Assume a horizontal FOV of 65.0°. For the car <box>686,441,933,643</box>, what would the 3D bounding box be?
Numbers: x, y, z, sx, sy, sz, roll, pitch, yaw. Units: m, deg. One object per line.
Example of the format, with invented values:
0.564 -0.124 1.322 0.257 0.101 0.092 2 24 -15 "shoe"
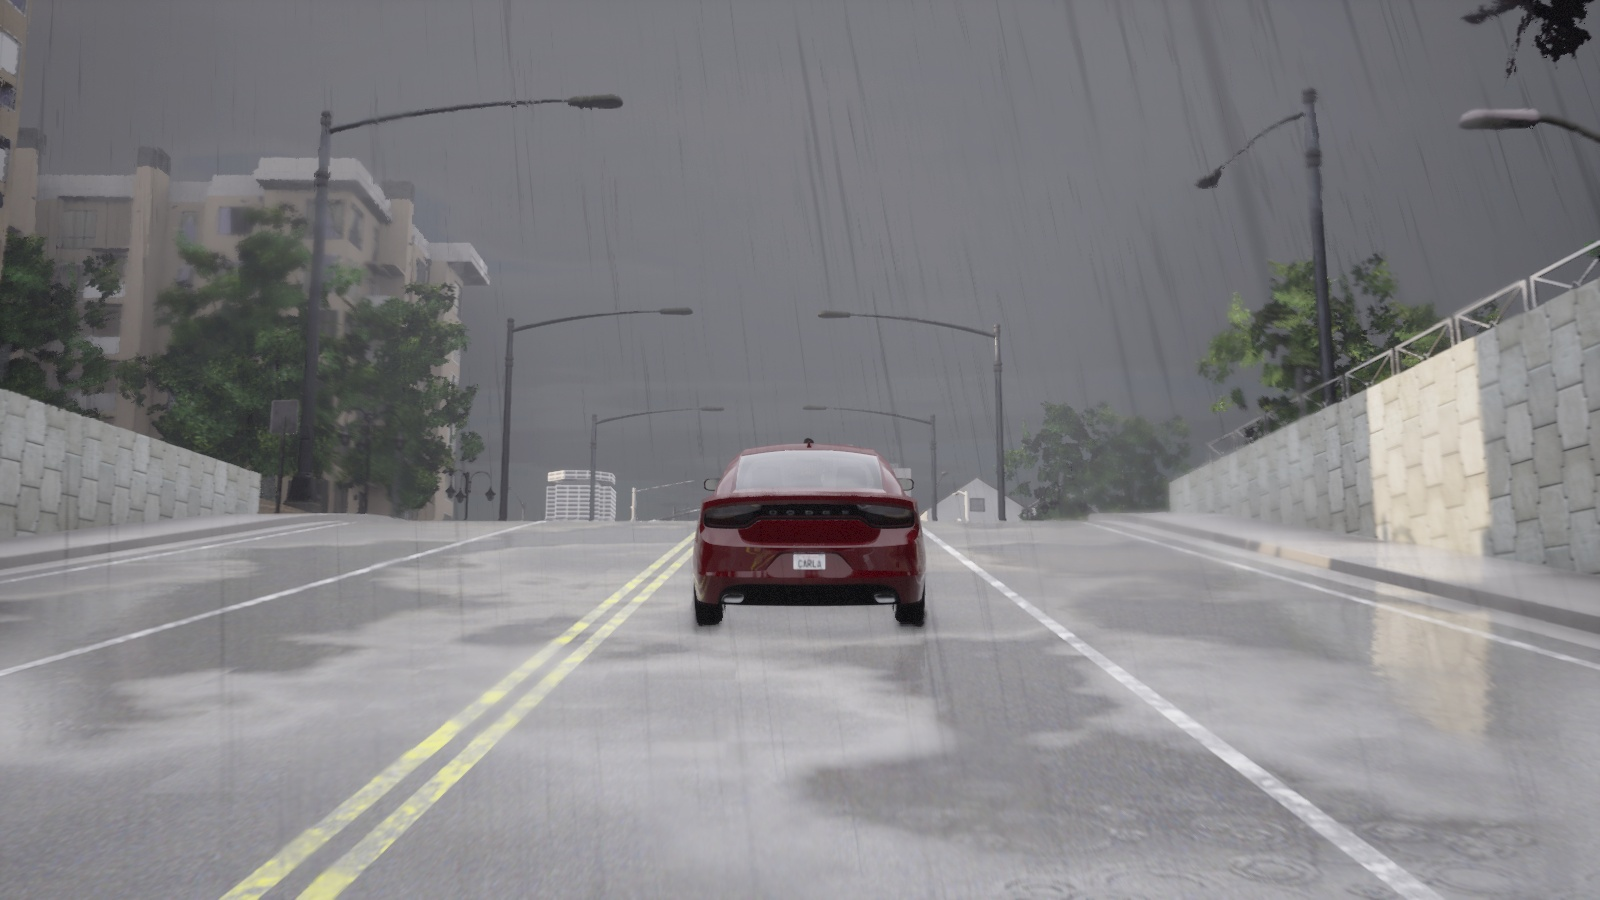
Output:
0.084 0.686 12.065 1.882 1.535 5.008 0 0 0 "car"
